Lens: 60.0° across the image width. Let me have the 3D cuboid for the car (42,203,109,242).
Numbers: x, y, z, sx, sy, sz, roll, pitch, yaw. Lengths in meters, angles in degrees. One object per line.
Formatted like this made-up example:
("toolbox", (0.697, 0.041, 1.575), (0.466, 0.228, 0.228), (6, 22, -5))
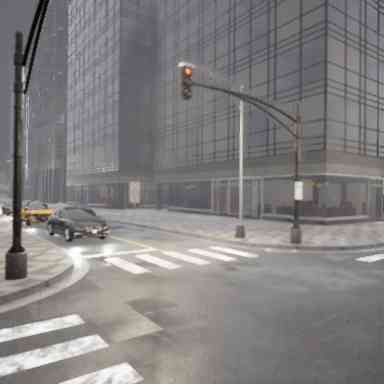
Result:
("car", (-5.832, 1.542, 16.783), (1.837, 1.490, 4.892), (1, 0, -38))

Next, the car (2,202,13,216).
("car", (-17.477, 1.626, 32.891), (1.895, 1.301, 4.718), (1, 0, -36))

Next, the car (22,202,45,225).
("car", (-11.453, 1.508, 24.530), (1.882, 1.535, 5.008), (1, 0, -36))
